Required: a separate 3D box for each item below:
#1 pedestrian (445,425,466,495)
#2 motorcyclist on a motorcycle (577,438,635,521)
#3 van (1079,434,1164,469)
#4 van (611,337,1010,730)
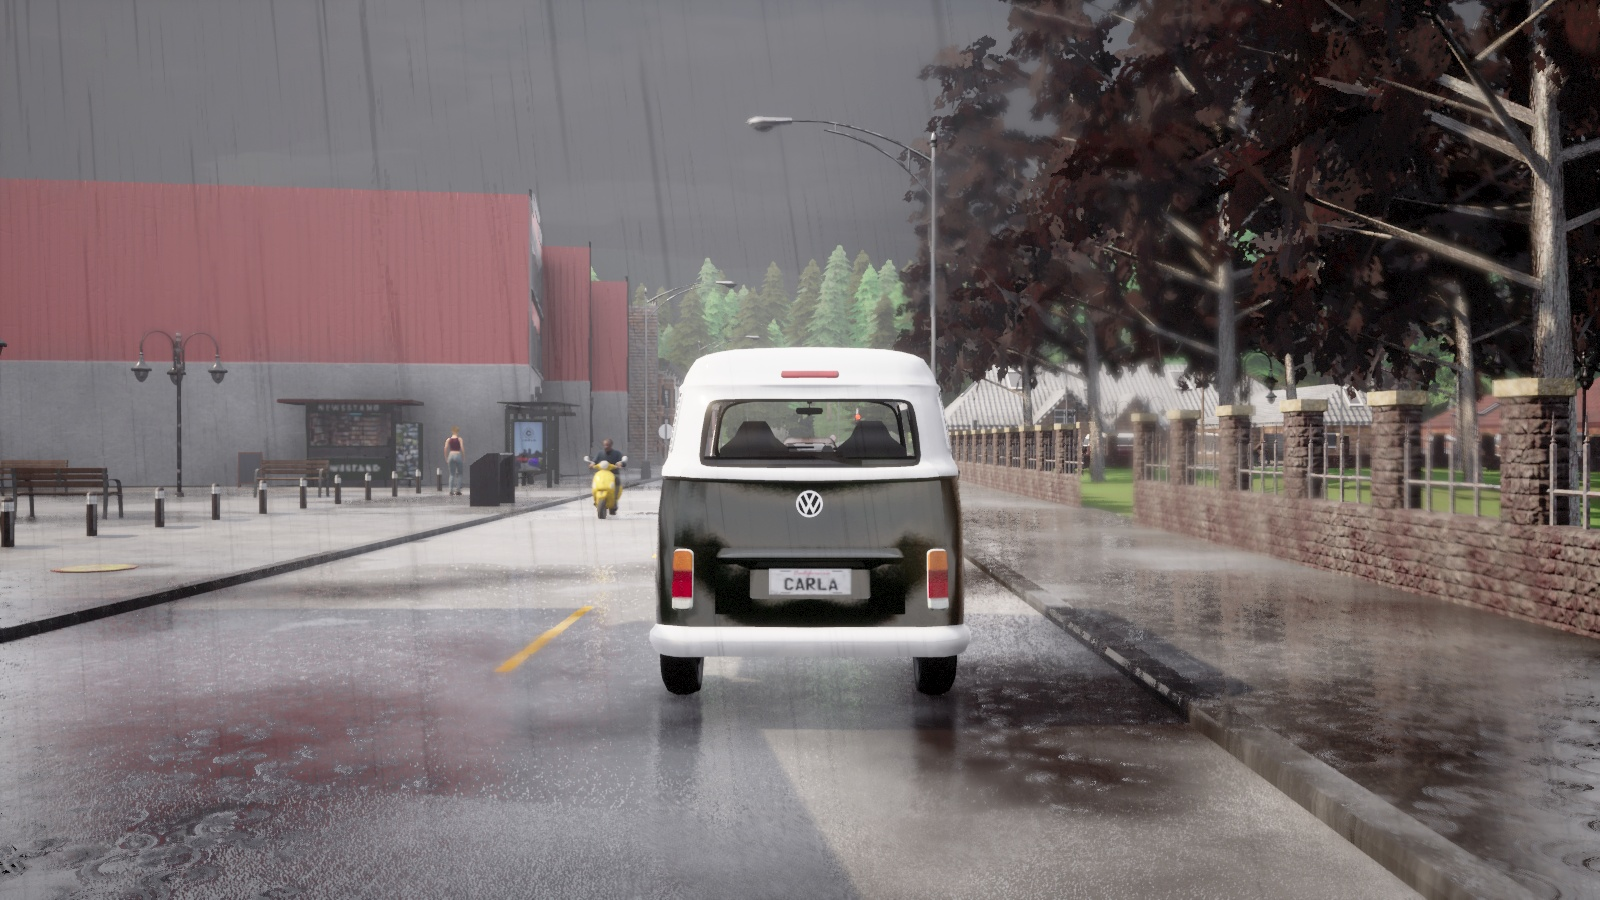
[{"bbox_3d":[-9.085,0.257,33.101,0.345,1.836,0.594,0,0,7],"label":"pedestrian"},{"bbox_3d":[-3.824,0.556,24.898,0.866,1.590,1.817,0,0,0],"label":"motorcyclist on a motorcycle"},{"bbox_3d":[18.773,0.070,73.468,4.480,2.038,2.069,0,0,-1],"label":"van"},{"bbox_3d":[0.067,0.420,8.757,2.069,2.038,4.480,0,0,0],"label":"van"}]
